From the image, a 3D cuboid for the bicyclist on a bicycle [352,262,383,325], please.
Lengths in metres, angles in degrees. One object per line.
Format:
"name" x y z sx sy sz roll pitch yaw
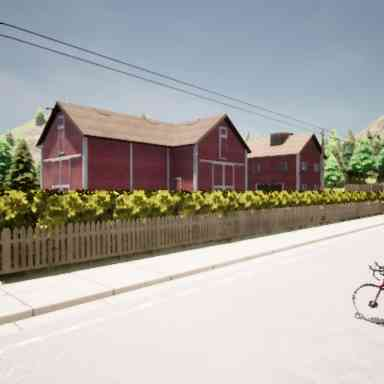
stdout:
"bicyclist on a bicycle" 3.430 1.445 5.315 1.656 1.620 0.582 0 0 44
